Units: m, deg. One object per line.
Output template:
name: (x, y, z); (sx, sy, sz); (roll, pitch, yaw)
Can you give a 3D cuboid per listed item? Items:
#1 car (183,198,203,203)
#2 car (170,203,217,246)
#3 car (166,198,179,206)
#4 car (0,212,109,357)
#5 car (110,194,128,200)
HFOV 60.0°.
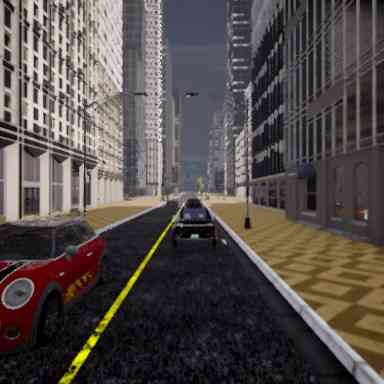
car: (0.119, 1.438, 36.672); (1.837, 1.490, 4.892); (0, 1, 0)
car: (0.105, 1.465, 15.100); (2.128, 1.511, 4.902); (0, 0, 0)
car: (-2.973, 1.548, 50.970); (1.895, 1.301, 4.718); (0, 0, 0)
car: (-3.097, 1.341, 6.303); (2.097, 1.767, 4.553); (0, 0, 0)
car: (-18.850, 1.261, 80.831); (4.829, 1.417, 1.752); (0, 0, -1)
